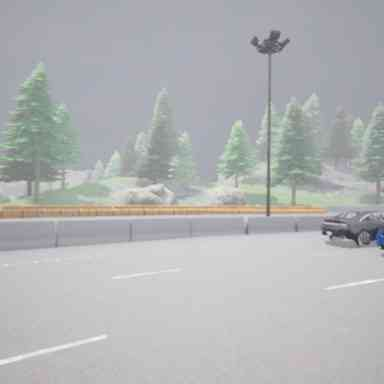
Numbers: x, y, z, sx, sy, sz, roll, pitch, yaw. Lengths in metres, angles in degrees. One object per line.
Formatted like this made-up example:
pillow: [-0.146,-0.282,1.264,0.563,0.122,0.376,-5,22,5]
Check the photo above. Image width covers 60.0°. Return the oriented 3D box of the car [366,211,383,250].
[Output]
car: [9.141,1.577,12.066,5.008,1.535,1.882,1,-1,-18]

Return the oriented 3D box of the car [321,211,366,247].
car: [8.415,1.635,15.488,4.902,1.511,2.128,0,-1,-17]
